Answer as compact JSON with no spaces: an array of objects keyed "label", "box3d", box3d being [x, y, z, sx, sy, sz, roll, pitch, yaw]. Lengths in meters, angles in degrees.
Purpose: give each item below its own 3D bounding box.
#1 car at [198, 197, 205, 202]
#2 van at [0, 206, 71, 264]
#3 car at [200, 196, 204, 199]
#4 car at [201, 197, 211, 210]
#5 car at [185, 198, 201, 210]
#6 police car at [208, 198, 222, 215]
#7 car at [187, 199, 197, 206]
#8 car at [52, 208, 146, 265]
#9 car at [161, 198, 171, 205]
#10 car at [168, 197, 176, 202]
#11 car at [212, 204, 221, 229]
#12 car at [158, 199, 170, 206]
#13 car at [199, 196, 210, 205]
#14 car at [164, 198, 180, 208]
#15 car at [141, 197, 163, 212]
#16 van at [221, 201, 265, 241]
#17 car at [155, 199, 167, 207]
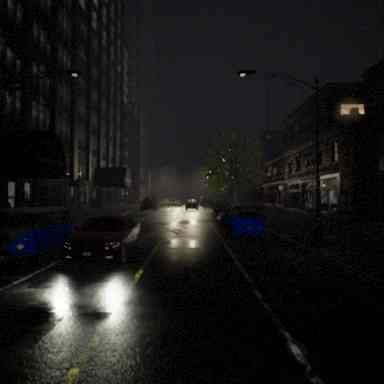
[{"label":"car","box3d":[2.688,2.243,95.143,1.947,1.339,4.313,1,0,0]},{"label":"van","box3d":[-5.678,1.439,11.953,1.690,1.788,3.998,1,0,0]},{"label":"car","box3d":[2.696,1.779,61.869,2.192,1.841,5.009,1,0,0]},{"label":"car","box3d":[2.695,1.913,50.946,1.752,1.417,4.829,1,0,0]},{"label":"car","box3d":[-0.003,1.969,48.116,1.895,1.301,4.718,0,0,0]},{"label":"police car","box3d":[2.995,1.689,33.638,1.930,1.638,5.238,0,0,0]},{"label":"car","box3d":[-0.009,2.110,66.519,1.895,1.301,4.718,0,0,0]},{"label":"car","box3d":[-3.103,1.578,12.319,1.882,1.535,5.008,0,0,0]},{"label":"car","box3d":[-5.689,2.062,72.787,1.752,1.417,4.829,1,0,0]},{"label":"car","box3d":[-5.692,2.243,95.139,1.947,1.339,4.313,1,0,0]},{"label":"car","box3d":[2.697,1.750,23.045,1.947,1.339,4.313,1,0,0]},{"label":"car","box3d":[-5.689,2.067,67.412,1.947,1.339,4.313,1,0,0]},{"label":"car","box3d":[2.695,1.853,72.962,2.192,1.841,5.009,1,0,0]},{"label":"car","box3d":[-3.067,1.900,55.879,1.882,1.535,5.008,0,0,0]},{"label":"car","box3d":[-5.682,1.663,45.229,2.192,1.841,5.009,1,0,0]},{"label":"van","box3d":[2.701,1.482,17.501,1.690,1.788,3.998,1,0,0]},{"label":"car","box3d":[-5.687,1.988,61.694,1.752,1.417,4.829,1,0,0]}]
